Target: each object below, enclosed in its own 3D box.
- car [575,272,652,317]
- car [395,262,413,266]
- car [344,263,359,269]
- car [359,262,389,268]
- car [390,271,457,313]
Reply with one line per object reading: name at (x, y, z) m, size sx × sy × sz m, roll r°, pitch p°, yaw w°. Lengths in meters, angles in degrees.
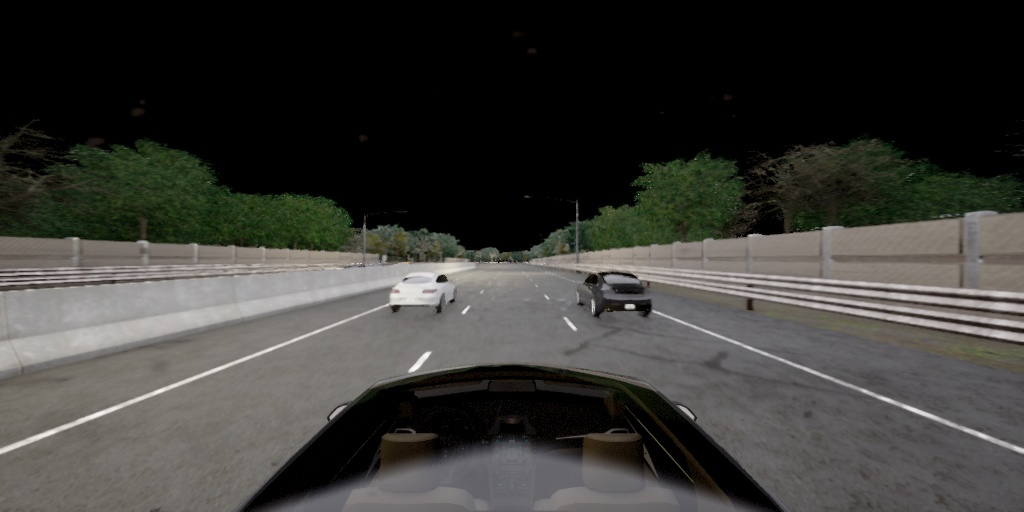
car at (3.600, 1.311, 13.377) m, size 1.837 × 1.490 × 4.892 m, roll 0°, pitch 0°, yaw 0°
car at (-14.064, 1.580, 47.060) m, size 1.882 × 1.535 × 5.008 m, roll 0°, pitch -1°, yaw 0°
car at (-21.046, 1.685, 48.442) m, size 1.994 × 1.385 × 4.181 m, roll 0°, pitch -1°, yaw 1°
car at (-17.553, 1.592, 46.954) m, size 2.128 × 1.511 × 4.902 m, roll 0°, pitch -1°, yaw 1°
car at (-3.401, 1.336, 14.289) m, size 1.812 × 1.442 × 4.674 m, roll 0°, pitch 0°, yaw 0°
